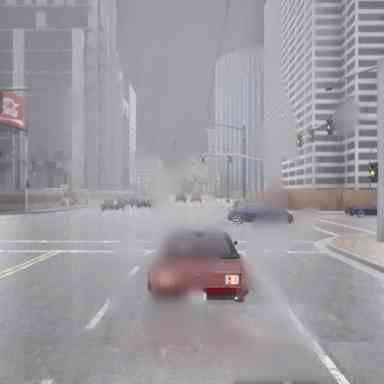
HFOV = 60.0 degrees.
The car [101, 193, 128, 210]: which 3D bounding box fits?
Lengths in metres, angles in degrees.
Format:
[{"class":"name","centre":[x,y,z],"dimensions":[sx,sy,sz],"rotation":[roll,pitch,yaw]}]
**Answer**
[{"class":"car","centre":[-10.049,1.352,42.383],"dimensions":[2.097,1.767,4.553],"rotation":[0,0,1]}]

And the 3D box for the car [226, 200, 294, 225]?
[{"class":"car","centre":[4.702,1.352,23.253],"dimensions":[4.553,1.767,2.097],"rotation":[0,0,0]}]

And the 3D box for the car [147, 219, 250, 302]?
[{"class":"car","centre":[0.206,1.601,8.219],"dimensions":[1.895,1.301,4.718],"rotation":[0,0,2]}]

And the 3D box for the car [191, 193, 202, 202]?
[{"class":"car","centre":[0.966,1.215,73.292],"dimensions":[2.150,2.045,5.566],"rotation":[0,0,1]}]

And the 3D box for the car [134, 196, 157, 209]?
[{"class":"car","centre":[-6.489,1.600,46.764],"dimensions":[1.895,1.301,4.718],"rotation":[0,0,1]}]

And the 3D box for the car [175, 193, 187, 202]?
[{"class":"car","centre":[-2.533,1.215,73.339],"dimensions":[2.150,2.045,5.566],"rotation":[0,0,1]}]

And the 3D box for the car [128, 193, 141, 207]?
[{"class":"car","centre":[-9.900,1.221,51.965],"dimensions":[2.150,2.045,5.566],"rotation":[0,0,1]}]

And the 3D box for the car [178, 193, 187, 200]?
[{"class":"car","centre":[-2.390,1.184,83.979],"dimensions":[2.097,1.767,4.553],"rotation":[0,0,1]}]

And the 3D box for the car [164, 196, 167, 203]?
[{"class":"car","centre":[-6.136,1.477,67.215],"dimensions":[1.882,1.535,5.008],"rotation":[0,0,1]}]

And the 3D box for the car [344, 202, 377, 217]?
[{"class":"car","centre":[16.512,1.600,30.358],"dimensions":[4.718,1.301,1.895],"rotation":[0,0,0]}]

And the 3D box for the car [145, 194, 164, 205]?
[{"class":"car","centre":[-6.349,1.563,56.767],"dimensions":[1.994,1.385,4.181],"rotation":[0,0,0]}]
